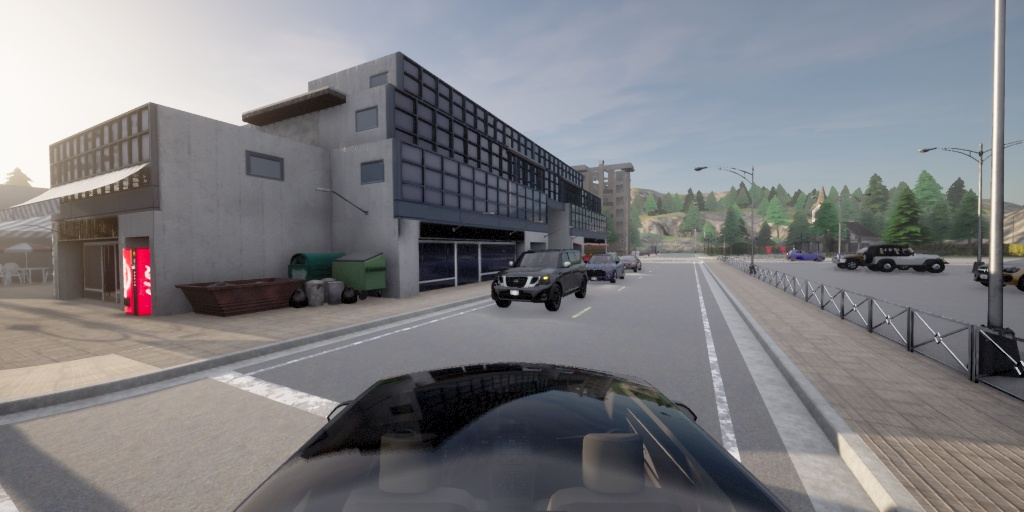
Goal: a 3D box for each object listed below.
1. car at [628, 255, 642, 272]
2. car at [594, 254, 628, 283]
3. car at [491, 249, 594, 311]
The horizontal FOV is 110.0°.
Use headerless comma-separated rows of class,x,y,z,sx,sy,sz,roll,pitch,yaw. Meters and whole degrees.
car,10.298,0.619,31.737,1.812,1.442,4.674,0,1,27
car,5.714,0.668,22.589,2.097,1.767,4.553,0,1,27
car,1.311,0.752,13.792,2.150,2.045,5.566,0,1,27
